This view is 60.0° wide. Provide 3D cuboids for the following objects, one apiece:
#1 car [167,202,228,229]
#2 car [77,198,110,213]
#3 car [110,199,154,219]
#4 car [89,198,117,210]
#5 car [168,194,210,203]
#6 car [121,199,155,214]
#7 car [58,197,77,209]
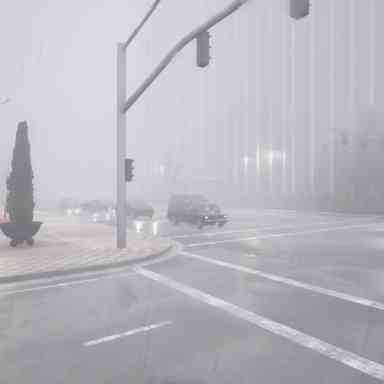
[{"bbox_3d":[0.271,1.601,21.959,1.895,1.301,4.718,0,0,-34],"label":"car"},{"bbox_3d":[-11.097,1.601,37.792,1.895,1.301,4.718,0,0,-36],"label":"car"},{"bbox_3d":[-5.183,1.478,29.600,1.882,1.535,5.008,0,0,-36],"label":"car"},{"bbox_3d":[-12.178,1.547,45.292,2.033,1.411,5.357,0,0,-36],"label":"car"},{"bbox_3d":[0.025,1.221,28.372,2.150,2.045,5.566,0,0,-36],"label":"car"},{"bbox_3d":[-5.988,1.526,36.707,1.812,1.442,4.674,0,0,-36],"label":"car"},{"bbox_3d":[-17.175,1.490,46.270,2.128,1.511,4.902,0,0,-35],"label":"car"}]
